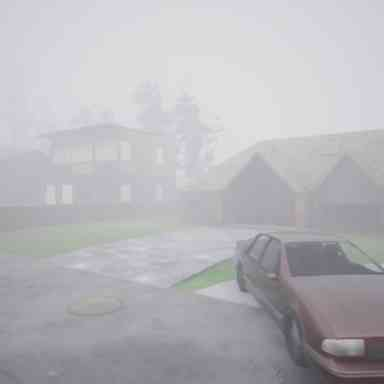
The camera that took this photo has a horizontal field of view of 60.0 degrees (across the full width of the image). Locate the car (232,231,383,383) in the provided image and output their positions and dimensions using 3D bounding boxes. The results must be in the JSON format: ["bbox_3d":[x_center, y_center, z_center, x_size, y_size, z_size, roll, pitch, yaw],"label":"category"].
[{"bbox_3d":[2.014,1.456,5.889,2.033,1.415,5.357,0,0,-4],"label":"car"}]
